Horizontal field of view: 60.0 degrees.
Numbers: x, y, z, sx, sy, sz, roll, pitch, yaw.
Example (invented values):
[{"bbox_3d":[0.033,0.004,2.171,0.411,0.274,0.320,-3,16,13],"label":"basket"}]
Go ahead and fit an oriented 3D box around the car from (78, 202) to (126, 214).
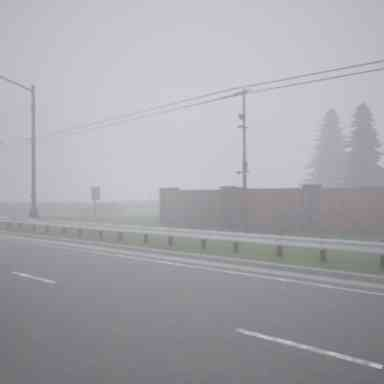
[{"bbox_3d":[-10.512,1.866,39.068,5.357,1.411,2.033,0,0,-27],"label":"car"}]
